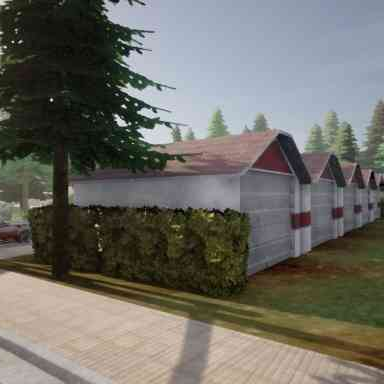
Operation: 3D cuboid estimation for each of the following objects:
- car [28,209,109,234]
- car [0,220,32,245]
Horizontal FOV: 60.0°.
[{"bbox_3d":[-8.840,2.060,24.331,2.033,1.411,5.357,-1,-1,34],"label":"car"},{"bbox_3d":[-9.977,1.996,16.484,1.994,1.385,4.181,-1,-1,36],"label":"car"}]
